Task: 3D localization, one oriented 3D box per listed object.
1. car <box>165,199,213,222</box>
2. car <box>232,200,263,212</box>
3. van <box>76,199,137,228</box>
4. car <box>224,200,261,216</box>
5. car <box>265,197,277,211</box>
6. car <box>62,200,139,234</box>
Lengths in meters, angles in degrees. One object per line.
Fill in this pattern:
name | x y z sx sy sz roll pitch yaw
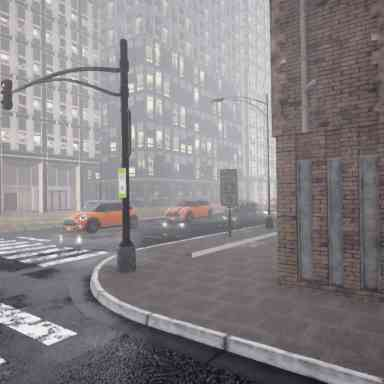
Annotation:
car | -0.181 1.433 27.077 2.097 1.767 4.553 -1 -1 36
car | 6.952 1.689 41.383 1.752 1.417 4.829 -2 -1 36
van | -5.946 1.460 23.520 1.690 1.788 3.998 -2 -1 36
car | 5.094 1.590 34.374 2.128 1.511 4.902 -1 -1 36
car | 11.034 1.471 42.556 2.097 1.767 4.553 -1 -1 36
car | -5.386 1.416 19.921 2.097 1.767 4.553 -1 -1 37
